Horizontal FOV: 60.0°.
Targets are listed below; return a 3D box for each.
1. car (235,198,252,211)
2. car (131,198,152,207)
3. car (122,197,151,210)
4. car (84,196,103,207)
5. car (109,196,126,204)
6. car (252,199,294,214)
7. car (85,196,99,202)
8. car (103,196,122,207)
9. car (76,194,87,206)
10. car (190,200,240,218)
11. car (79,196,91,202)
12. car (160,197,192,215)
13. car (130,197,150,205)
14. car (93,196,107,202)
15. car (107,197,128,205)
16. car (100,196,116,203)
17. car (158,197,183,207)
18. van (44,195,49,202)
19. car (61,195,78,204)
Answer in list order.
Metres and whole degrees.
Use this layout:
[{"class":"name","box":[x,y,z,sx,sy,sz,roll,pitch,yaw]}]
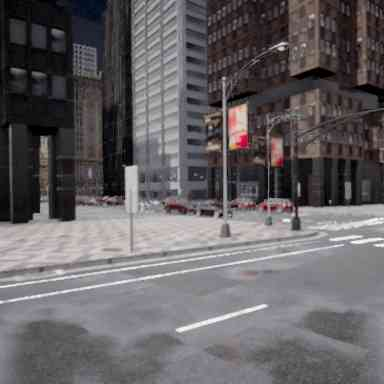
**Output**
[{"class":"car","box":[5.869,1.460,40.684,1.967,1.590,4.097,-1,1,-35]},{"class":"car","box":[-8.618,1.703,56.398,1.994,1.385,4.181,-1,0,-34]},{"class":"car","box":[-7.263,1.710,44.469,1.752,1.417,4.829,-1,1,-35]},{"class":"car","box":[-16.778,1.831,57.886,1.802,1.307,4.206,-1,1,-35]},{"class":"car","box":[-16.098,1.609,71.659,1.967,1.590,4.097,-1,1,-35]},{"class":"car","box":[9.007,1.441,36.258,1.967,1.590,4.097,-1,1,-35]},{"class":"car","box":[-25.510,1.792,84.936,2.008,1.369,4.403,-1,1,-35]},{"class":"car","box":[-13.249,1.677,57.689,1.882,1.535,5.008,-1,0,-35]},{"class":"car","box":[-19.921,1.587,62.310,2.192,1.841,5.009,-1,1,-35]},{"class":"car","box":[2.055,1.692,31.330,1.947,1.339,4.313,-1,1,-35]},{"class":"car","box":[-28.747,1.792,89.500,1.752,1.417,4.829,-1,1,-35]},{"class":"car","box":[-1.088,1.461,35.754,2.192,1.841,5.009,-1,1,-35]},{"class":"car","box":[-9.919,1.649,62.949,1.752,1.417,4.829,-1,1,-35]},{"class":"car","box":[-22.374,1.761,80.510,1.887,1.381,4.507,-1,1,-35]},{"class":"car","box":[-14.409,1.728,64.512,2.033,1.411,5.357,-1,0,-35]},{"class":"car","box":[-19.236,1.632,76.085,1.967,1.590,4.097,-1,1,-35]},{"class":"car","box":[-3.544,1.625,53.960,1.887,1.381,4.507,-1,1,-35]},{"class":"van","box":[-35.614,1.733,84.441,1.690,1.788,3.998,-1,1,-35]},{"class":"car","box":[-26.199,1.633,71.162,2.192,1.841,5.009,-1,1,-35]}]
